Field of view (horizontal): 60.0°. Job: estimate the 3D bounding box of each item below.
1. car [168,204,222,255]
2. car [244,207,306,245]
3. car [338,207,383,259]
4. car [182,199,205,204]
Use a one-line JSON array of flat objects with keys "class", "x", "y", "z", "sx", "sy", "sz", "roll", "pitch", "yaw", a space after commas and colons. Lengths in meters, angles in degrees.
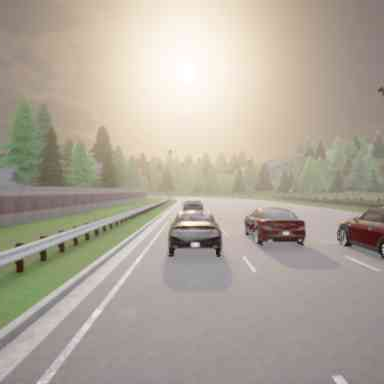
[{"class": "car", "x": 0.104, "y": 1.443, "z": 12.936, "sx": 2.128, "sy": 1.511, "sz": 4.902, "roll": 0, "pitch": 0, "yaw": 0}, {"class": "car", "x": 3.604, "y": 1.421, "z": 15.208, "sx": 1.882, "sy": 1.535, "sz": 5.008, "roll": 0, "pitch": 0, "yaw": 0}, {"class": "car", "x": 7.103, "y": 1.307, "z": 11.967, "sx": 2.097, "sy": 1.767, "sz": 4.553, "roll": 0, "pitch": 0, "yaw": 0}, {"class": "car", "x": 0.109, "y": 1.389, "z": 31.319, "sx": 1.837, "sy": 1.490, "sz": 4.892, "roll": 0, "pitch": 0, "yaw": 0}]
